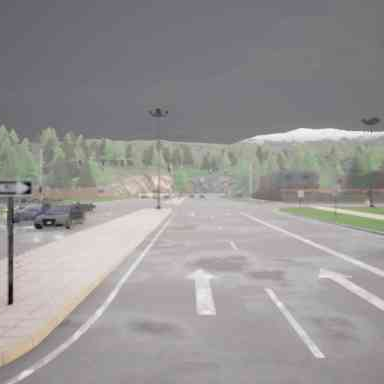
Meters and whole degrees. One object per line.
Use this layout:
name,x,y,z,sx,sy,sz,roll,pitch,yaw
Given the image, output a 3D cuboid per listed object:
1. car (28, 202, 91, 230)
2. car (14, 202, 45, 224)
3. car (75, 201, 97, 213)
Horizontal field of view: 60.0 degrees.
car,-8.099,1.556,20.824,1.994,1.385,4.181,0,0,0
car,-11.588,1.517,24.889,1.812,1.442,4.674,0,0,0
car,-11.516,1.594,34.697,1.895,1.301,4.718,0,0,0
